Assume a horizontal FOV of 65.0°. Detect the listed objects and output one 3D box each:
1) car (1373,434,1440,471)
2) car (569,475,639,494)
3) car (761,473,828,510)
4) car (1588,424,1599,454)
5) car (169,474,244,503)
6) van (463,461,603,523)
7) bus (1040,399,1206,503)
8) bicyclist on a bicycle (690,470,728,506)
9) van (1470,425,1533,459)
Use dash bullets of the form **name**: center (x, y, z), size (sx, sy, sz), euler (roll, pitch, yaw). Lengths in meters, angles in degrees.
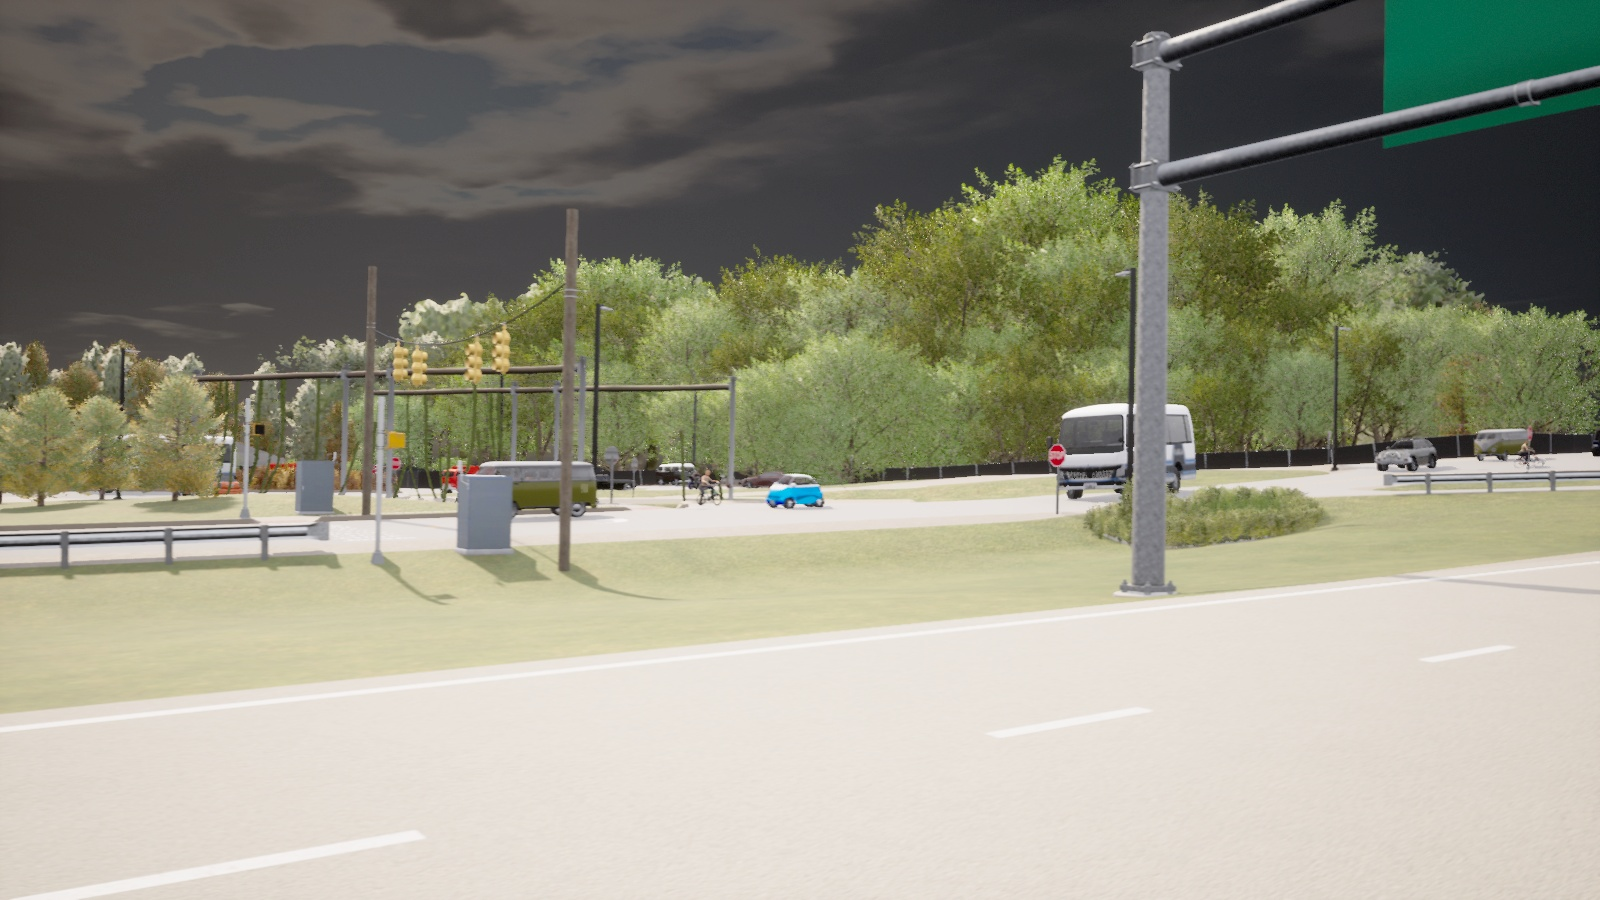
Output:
- **car**: center (35.227, 0.111, 72.858), size (4.605, 1.855, 1.932), euler (-4, 3, -43)
- **car**: center (-14.394, 2.508, 92.132), size (4.718, 1.301, 1.895), euler (0, -1, -26)
- **car**: center (-0.211, 1.645, 50.209), size (2.207, 1.376, 1.481), euler (0, 0, -32)
- **car**: center (53.295, -0.760, 81.848), size (3.866, 1.878, 1.905), euler (-2, 1, -34)
- **car**: center (-39.039, 2.515, 82.649), size (4.553, 1.767, 2.097), euler (1, 0, 27)
- **van**: center (-9.301, 1.424, 43.904), size (4.442, 1.987, 1.775), euler (-1, 0, -36)
- **bus**: center (15.076, -0.048, 57.836), size (3.944, 4.253, 10.273), euler (-3, -1, 34)
- **bicyclist on a bicycle**: center (-4.115, 1.735, 56.921), size (1.509, 1.612, 0.866), euler (-2, -2, 36)
- **van**: center (44.780, -0.504, 80.183), size (4.442, 1.987, 1.775), euler (-3, 1, -36)
